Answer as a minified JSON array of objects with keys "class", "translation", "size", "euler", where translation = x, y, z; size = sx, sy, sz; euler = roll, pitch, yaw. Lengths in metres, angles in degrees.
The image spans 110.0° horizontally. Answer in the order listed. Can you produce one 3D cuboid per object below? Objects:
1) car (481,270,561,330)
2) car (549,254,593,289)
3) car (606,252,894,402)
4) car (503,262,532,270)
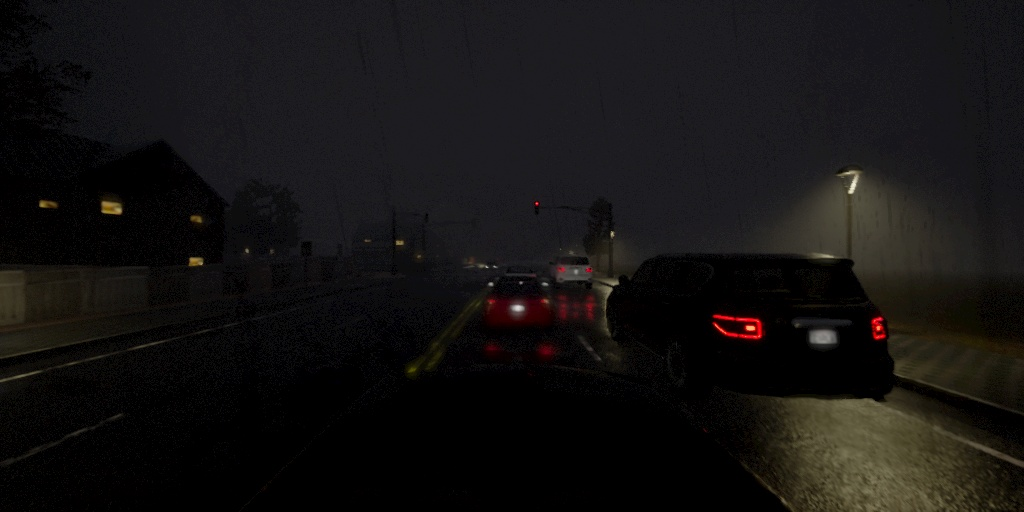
[{"class":"car","translation":[0.183,1.289,10.989],"size":[1.994,1.385,4.181],"euler":[0,0,1]},{"class":"car","translation":[3.649,0.923,22.781],"size":[2.150,2.045,5.566],"euler":[0,0,1]},{"class":"car","translation":[3.388,0.960,6.564],"size":[2.150,2.045,5.566],"euler":[0,0,0]},{"class":"car","translation":[0.439,1.301,23.371],"size":[1.895,1.301,4.718],"euler":[0,0,-3]}]
